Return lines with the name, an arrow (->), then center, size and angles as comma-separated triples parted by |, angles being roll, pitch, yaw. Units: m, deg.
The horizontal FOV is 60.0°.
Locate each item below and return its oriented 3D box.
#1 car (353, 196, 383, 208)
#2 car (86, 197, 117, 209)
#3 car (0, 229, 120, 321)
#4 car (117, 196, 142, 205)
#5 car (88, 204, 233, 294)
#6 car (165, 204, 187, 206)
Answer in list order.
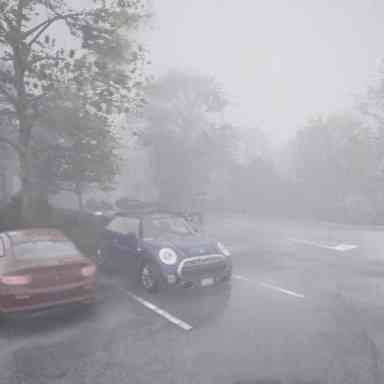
car -> 27.316, 1.375, 51.305 | 2.097, 1.767, 4.553 | -3, 3, -35
car -> -10.539, 1.300, 37.519 | 1.812, 1.442, 4.674 | -3, 2, -36
car -> -3.506, 1.530, 7.278 | 2.002, 1.452, 4.674 | 1, 0, -36
car -> -7.371, 1.193, 38.404 | 1.994, 1.385, 4.181 | -3, 3, -35
car -> -0.953, 1.386, 9.160 | 2.185, 1.767, 4.553 | 0, 0, -35
car -> -1.060, 1.549, 24.231 | 1.895, 1.301, 4.718 | -3, 2, -37
